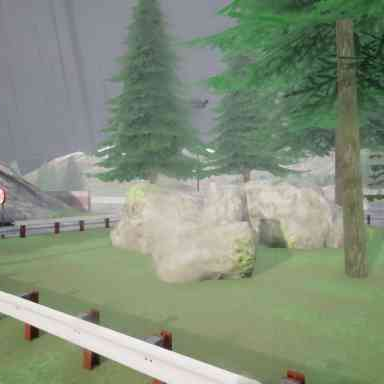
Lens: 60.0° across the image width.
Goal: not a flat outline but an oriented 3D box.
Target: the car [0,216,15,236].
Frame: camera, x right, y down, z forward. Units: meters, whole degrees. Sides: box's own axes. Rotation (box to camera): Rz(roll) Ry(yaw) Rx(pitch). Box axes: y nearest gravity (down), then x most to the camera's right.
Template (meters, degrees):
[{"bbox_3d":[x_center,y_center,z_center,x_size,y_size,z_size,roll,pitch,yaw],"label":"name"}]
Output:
[{"bbox_3d":[-10.856,1.358,15.533,5.357,1.411,2.033,0,0,20],"label":"car"}]
